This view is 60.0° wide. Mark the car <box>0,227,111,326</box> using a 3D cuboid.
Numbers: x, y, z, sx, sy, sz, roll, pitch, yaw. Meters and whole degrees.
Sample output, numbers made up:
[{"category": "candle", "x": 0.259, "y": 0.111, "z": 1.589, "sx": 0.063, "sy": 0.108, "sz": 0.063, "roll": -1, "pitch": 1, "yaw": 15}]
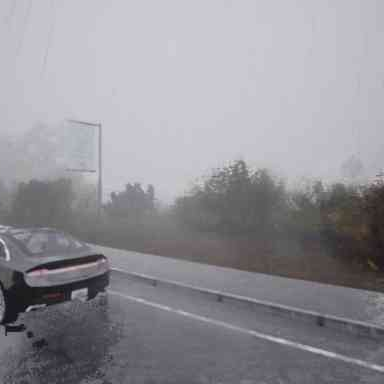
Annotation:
[{"category": "car", "x": -3.782, "y": 1.505, "z": 7.177, "sx": 4.902, "sy": 1.511, "sz": 2.128, "roll": 0, "pitch": 0, "yaw": 39}]
